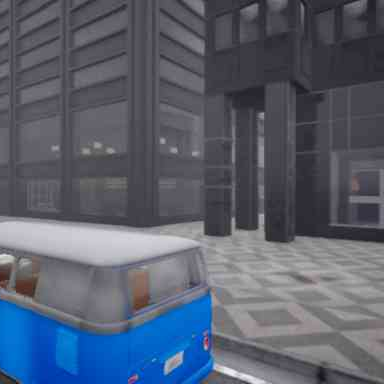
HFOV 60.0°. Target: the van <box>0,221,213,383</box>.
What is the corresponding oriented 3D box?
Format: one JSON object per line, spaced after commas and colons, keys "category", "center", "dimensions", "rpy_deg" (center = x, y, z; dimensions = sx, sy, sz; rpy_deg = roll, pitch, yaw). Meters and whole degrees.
{"category": "van", "center": [-1.675, 1.335, 4.156], "dimensions": [3.998, 1.788, 1.690], "rpy_deg": [0, 0, 36]}
